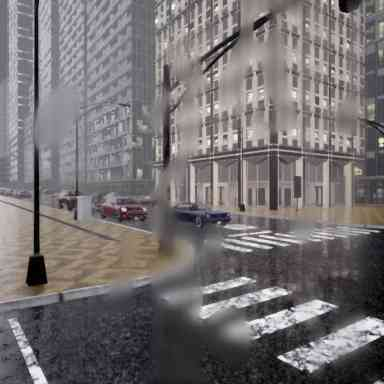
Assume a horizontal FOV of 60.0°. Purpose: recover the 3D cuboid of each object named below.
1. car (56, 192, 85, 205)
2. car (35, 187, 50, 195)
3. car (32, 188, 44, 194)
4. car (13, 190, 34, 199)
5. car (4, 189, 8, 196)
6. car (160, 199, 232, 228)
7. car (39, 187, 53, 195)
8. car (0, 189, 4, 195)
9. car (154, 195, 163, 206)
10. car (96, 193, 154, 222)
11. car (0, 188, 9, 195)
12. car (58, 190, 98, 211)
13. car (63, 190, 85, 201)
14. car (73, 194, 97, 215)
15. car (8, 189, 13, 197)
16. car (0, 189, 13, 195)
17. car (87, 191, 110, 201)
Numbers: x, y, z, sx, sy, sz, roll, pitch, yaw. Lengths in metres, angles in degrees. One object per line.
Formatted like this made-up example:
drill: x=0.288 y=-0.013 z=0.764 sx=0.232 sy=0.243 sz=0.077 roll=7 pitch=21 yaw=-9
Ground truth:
car: x=-15.353 y=0.746 z=41.768 sx=2.033 sy=1.411 sz=5.357 roll=0 pitch=1 yaw=-35
car: x=-36.726 y=-0.357 z=81.593 sx=2.192 sy=1.841 sz=5.009 roll=1 pitch=0 yaw=-36
car: x=-39.976 y=-0.213 z=86.130 sx=1.947 sy=1.339 sz=4.313 roll=1 pitch=0 yaw=-36
car: x=-27.287 y=0.422 z=53.981 sx=1.887 sy=1.381 sz=4.507 roll=1 pitch=0 yaw=-36
car: x=-33.772 y=0.208 z=63.049 sx=1.887 sy=1.381 sz=4.507 roll=1 pitch=0 yaw=-36
car: x=0.218 y=1.315 z=19.931 sx=1.895 sy=1.301 sz=4.718 roll=0 pitch=1 yaw=-35
car: x=-33.488 y=-0.020 z=77.058 sx=1.887 sy=1.381 sz=4.507 roll=1 pitch=0 yaw=-36
car: x=-37.015 y=0.107 z=67.583 sx=2.008 sy=1.369 sz=4.403 roll=1 pitch=0 yaw=-36
car: x=-4.295 y=0.982 z=36.237 sx=1.802 sy=1.307 sz=4.206 roll=1 pitch=0 yaw=-36
car: x=-4.586 y=1.068 z=22.243 sx=1.967 sy=1.590 sz=4.097 roll=1 pitch=0 yaw=-36
car: x=-43.500 y=-0.113 z=76.651 sx=1.887 sy=1.381 sz=4.507 roll=1 pitch=0 yaw=-36
car: x=-11.068 y=0.729 z=31.311 sx=2.192 sy=1.841 sz=5.009 roll=1 pitch=0 yaw=-36
car: x=-18.235 y=0.490 z=51.253 sx=1.882 sy=1.535 sz=5.008 roll=0 pitch=1 yaw=-36
car: x=-7.833 y=1.103 z=26.778 sx=1.802 sy=1.307 sz=4.206 roll=1 pitch=0 yaw=-36
car: x=-30.529 y=0.321 z=58.515 sx=2.008 sy=1.369 sz=4.403 roll=1 pitch=0 yaw=-36
car: x=-40.258 y=0.015 z=72.117 sx=1.947 sy=1.339 sz=4.313 roll=1 pitch=0 yaw=-36
car: x=-14.026 y=0.643 z=49.845 sx=1.947 sy=1.339 sz=4.313 roll=1 pitch=0 yaw=-36
